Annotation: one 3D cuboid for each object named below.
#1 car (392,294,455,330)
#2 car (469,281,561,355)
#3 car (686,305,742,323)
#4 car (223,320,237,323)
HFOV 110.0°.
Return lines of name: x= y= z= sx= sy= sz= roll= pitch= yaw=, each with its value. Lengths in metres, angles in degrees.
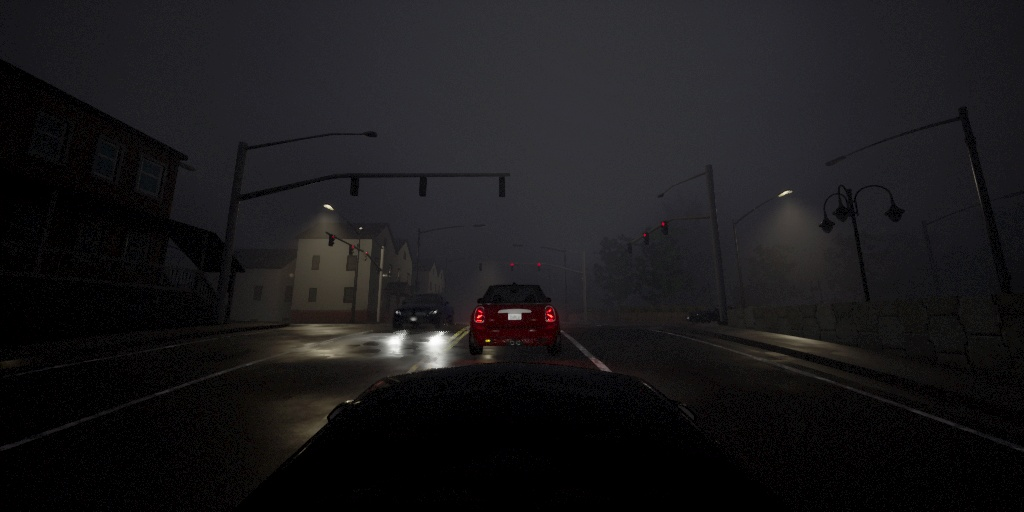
car: x=-3.576 y=2.330 z=15.334 sx=1.812 sy=1.442 sz=4.674 roll=0 pitch=-8 yaw=0
car: x=0.066 y=1.563 z=10.027 sx=2.097 sy=1.767 sz=4.553 roll=-1 pitch=-6 yaw=0
car: x=16.324 y=4.619 z=28.247 sx=4.902 sy=1.511 sz=2.128 roll=0 pitch=-10 yaw=1
car: x=-19.879 y=5.149 z=24.876 sx=5.008 sy=1.535 sz=1.882 roll=-9 pitch=-10 yaw=0
